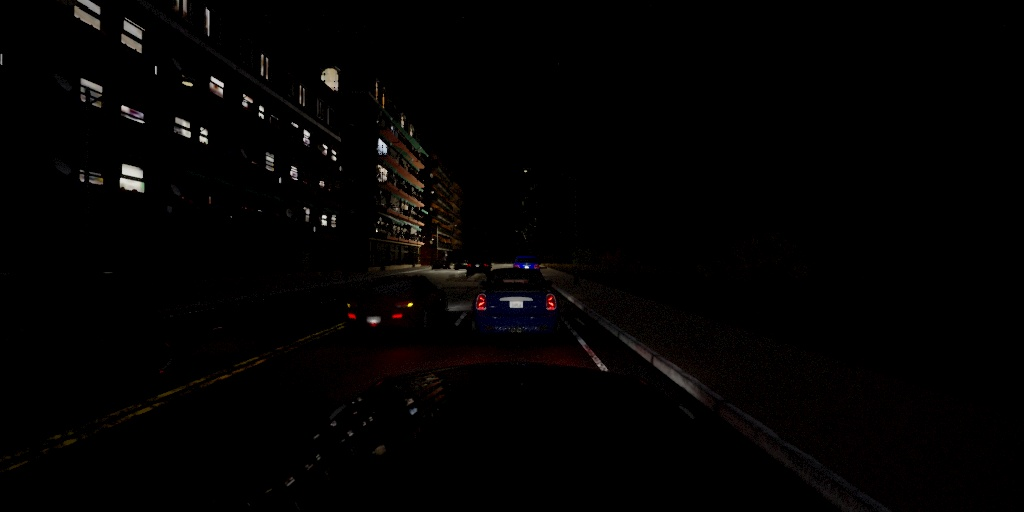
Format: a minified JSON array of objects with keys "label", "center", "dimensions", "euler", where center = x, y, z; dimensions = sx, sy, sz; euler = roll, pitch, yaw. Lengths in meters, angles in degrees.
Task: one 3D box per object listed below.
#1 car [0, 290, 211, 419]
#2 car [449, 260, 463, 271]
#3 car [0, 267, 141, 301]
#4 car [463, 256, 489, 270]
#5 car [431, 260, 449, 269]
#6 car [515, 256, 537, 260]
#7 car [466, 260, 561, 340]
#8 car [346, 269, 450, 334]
[{"label":"car","center":[-6.600,1.351,4.484],"dimensions":[1.895,1.301,4.718],"euler":[0,0,0]},{"label":"car","center":[-6.597,1.301,48.160],"dimensions":[2.033,1.411,5.357],"euler":[0,0,0]},{"label":"car","center":[-9.851,1.103,6.905],"dimensions":[2.097,1.767,4.553],"euler":[0,0,0]},{"label":"car","center":[-3.148,0.977,35.101],"dimensions":[2.150,2.045,5.566],"euler":[0,0,0]},{"label":"car","center":[-9.843,1.230,49.763],"dimensions":[1.882,1.535,5.008],"euler":[0,0,0]},{"label":"car","center":[1.139,0.979,30.091],"dimensions":[2.150,2.045,5.566],"euler":[0,0,0]},{"label":"car","center":[0.099,1.103,10.137],"dimensions":[2.097,1.767,4.553],"euler":[0,0,0]},{"label":"car","center":[-3.151,1.277,10.480],"dimensions":[1.812,1.442,4.674],"euler":[0,0,0]}]
